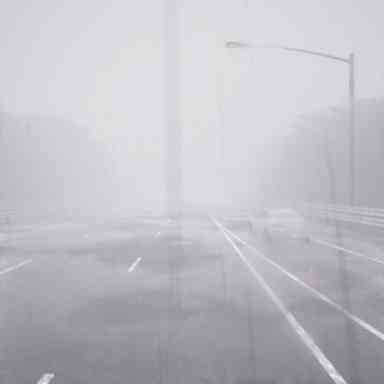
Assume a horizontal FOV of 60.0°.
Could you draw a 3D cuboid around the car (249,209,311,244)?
[{"bbox_3d":[4.007,1.501,15.602,1.812,1.442,4.674,0,0,-3],"label":"car"}]
